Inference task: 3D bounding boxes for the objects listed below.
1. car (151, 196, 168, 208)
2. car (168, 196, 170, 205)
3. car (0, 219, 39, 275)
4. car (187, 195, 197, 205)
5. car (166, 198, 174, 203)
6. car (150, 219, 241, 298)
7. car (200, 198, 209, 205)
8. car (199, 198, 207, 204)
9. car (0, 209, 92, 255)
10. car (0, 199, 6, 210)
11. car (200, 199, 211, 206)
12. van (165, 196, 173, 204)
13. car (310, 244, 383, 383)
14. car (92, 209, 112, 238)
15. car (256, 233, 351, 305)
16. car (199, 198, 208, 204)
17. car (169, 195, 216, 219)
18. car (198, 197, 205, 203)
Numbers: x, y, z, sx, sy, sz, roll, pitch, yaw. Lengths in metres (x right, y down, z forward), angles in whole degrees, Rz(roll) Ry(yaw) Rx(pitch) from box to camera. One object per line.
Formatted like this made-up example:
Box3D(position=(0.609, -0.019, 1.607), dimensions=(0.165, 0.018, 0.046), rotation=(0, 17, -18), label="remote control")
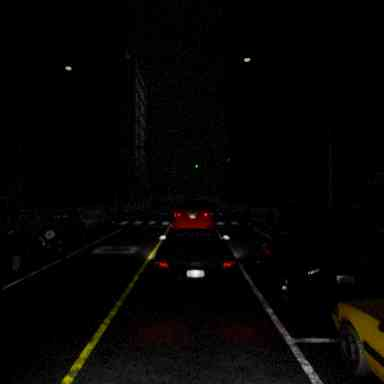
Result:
Box3D(position=(-5.796, 1.737, 56.367), dimensions=(2.192, 1.841, 5.009), rotation=(0, 0, 0), label="car")
Box3D(position=(-5.802, 2.088, 67.240), dimensions=(1.802, 1.307, 4.206), rotation=(0, 0, 0), label="car")
Box3D(position=(-5.768, 1.604, 8.045), dimensions=(1.887, 1.381, 4.507), rotation=(0, 0, 0), label="car")
Box3D(position=(-0.044, 1.806, 76.861), dimensions=(2.150, 2.045, 5.566), rotation=(0, 0, 0), label="car")
Box3D(position=(-5.815, 2.228, 88.990), dimensions=(2.008, 1.369, 4.403), rotation=(0, 0, 0), label="car")
Box3D(position=(0.070, 1.627, 8.688), dimensions=(1.994, 1.385, 4.181), rotation=(0, 0, 0), label="car")
Box3D(position=(2.720, 2.093, 72.683), dimensions=(1.887, 1.381, 4.507), rotation=(0, 0, 0), label="car")
Box3D(position=(2.714, 2.161, 83.727), dimensions=(1.752, 1.417, 4.829), rotation=(0, 0, 0), label="car")
Box3D(position=(-5.771, 1.539, 13.503), dimensions=(1.967, 1.590, 4.097), rotation=(0, 0, 0), label="car")
Box3D(position=(-17.935, 1.392, 30.413), dimensions=(4.902, 1.511, 2.128), rotation=(1, 0, 0), label="car")
Box3D(position=(2.723, 2.056, 67.245), dimensions=(2.008, 1.369, 4.403), rotation=(0, 0, 0), label="car")
Box3D(position=(-5.812, 1.975, 83.554), dimensions=(1.690, 1.788, 3.998), rotation=(0, 0, 0), label="van")
Box3D(position=(2.761, 1.546, 2.765), dimensions=(1.752, 1.417, 4.829), rotation=(0, 0, 0), label="car")
Box3D(position=(-5.774, 1.663, 18.789), dimensions=(1.752, 1.417, 4.829), rotation=(0, 0, 0), label="car")
Box3D(position=(2.758, 1.625, 8.052), dimensions=(1.947, 1.339, 4.313), rotation=(0, 0, 0), label="car")
Box3D(position=(2.717, 2.136, 78.120), dimensions=(1.887, 1.381, 4.507), rotation=(0, 0, 0), label="car")
Box3D(position=(-0.047, 1.369, 19.839), dimensions=(2.150, 2.045, 5.566), rotation=(0, 0, -2), label="car")
Box3D(position=(2.707, 2.247, 94.602), dimensions=(1.752, 1.417, 4.829), rotation=(0, 0, 0), label="car")
